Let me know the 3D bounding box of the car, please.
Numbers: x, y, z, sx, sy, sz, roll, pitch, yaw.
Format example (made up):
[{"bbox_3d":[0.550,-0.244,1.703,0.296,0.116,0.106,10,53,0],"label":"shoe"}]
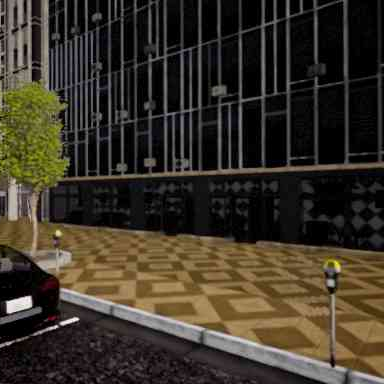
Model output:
[{"bbox_3d":[-4.047,1.581,5.765,4.313,1.339,1.947,0,0,36],"label":"car"}]
